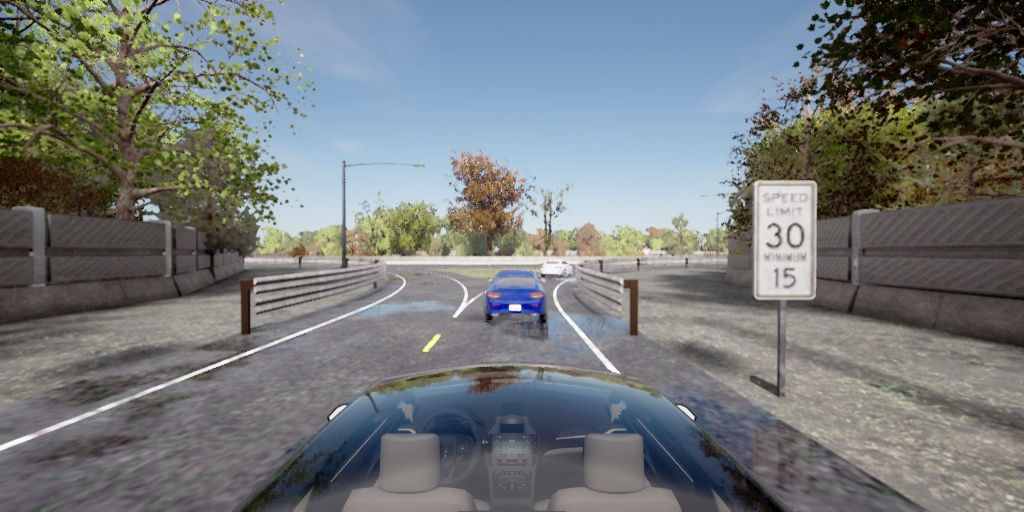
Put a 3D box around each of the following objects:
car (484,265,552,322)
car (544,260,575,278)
[{"bbox_3d":[0.149,1.177,11.776,1.812,1.442,4.674,0,1,2],"label":"car"},{"bbox_3d":[3.730,1.005,29.498,1.812,1.442,4.674,0,1,22],"label":"car"}]
